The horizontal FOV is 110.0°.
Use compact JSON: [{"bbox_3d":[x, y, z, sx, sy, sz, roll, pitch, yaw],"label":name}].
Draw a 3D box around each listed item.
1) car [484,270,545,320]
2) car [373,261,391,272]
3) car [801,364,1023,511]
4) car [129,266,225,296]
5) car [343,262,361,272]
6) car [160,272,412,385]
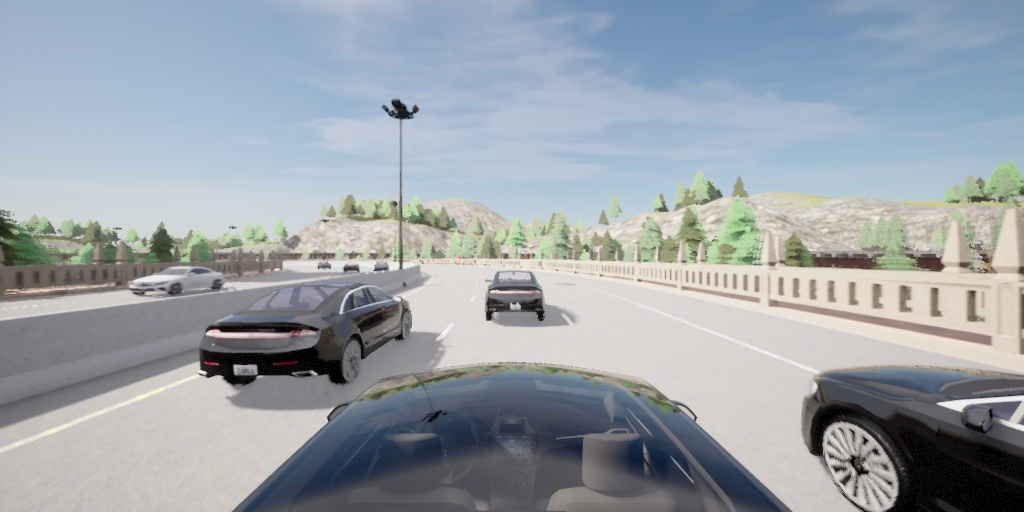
[{"bbox_3d":[0.060,1.244,12.606,2.128,1.511,4.902,0,0,-1],"label":"car"},{"bbox_3d":[-16.491,1.383,45.539,2.033,1.411,5.357,0,0,-20],"label":"car"},{"bbox_3d":[3.600,1.241,1.331,2.128,1.511,4.902,0,0,0],"label":"car"},{"bbox_3d":[-17.947,1.290,19.556,1.812,1.442,4.674,0,0,-5],"label":"car"},{"bbox_3d":[-20.044,1.444,44.961,1.895,1.301,4.718,0,0,-21],"label":"car"},{"bbox_3d":[-3.400,1.243,7.000,2.128,1.511,4.902,0,0,0],"label":"car"}]
